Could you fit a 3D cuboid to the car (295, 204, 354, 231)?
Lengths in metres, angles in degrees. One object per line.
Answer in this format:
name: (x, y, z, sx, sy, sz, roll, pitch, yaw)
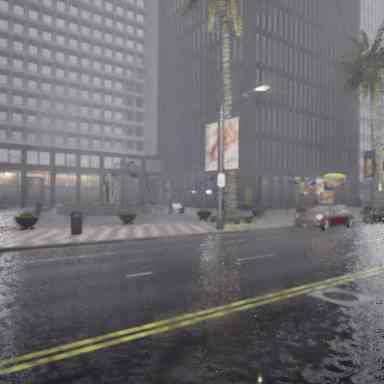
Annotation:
car: (9.159, 1.606, 22.947, 4.553, 1.767, 2.185, 1, -1, -36)
